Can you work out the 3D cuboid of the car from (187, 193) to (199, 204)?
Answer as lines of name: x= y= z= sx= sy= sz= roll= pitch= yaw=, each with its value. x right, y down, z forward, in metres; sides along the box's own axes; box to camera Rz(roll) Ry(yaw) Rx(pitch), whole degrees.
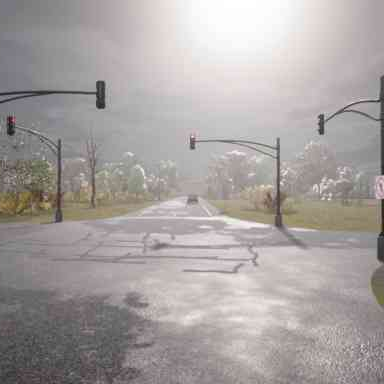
car: x=0.176 y=1.292 z=67.639 sx=2.150 sy=2.045 sz=5.566 roll=0 pitch=0 yaw=0
